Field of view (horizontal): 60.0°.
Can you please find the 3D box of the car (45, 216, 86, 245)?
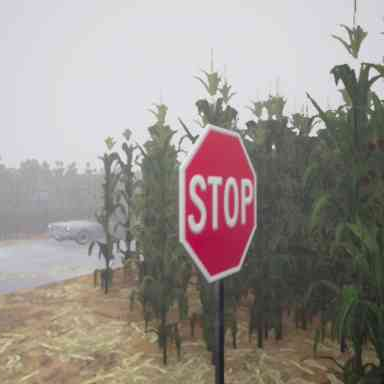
[{"bbox_3d":[-4.370,1.595,15.833,1.895,1.301,4.718,0,0,37],"label":"car"}]
